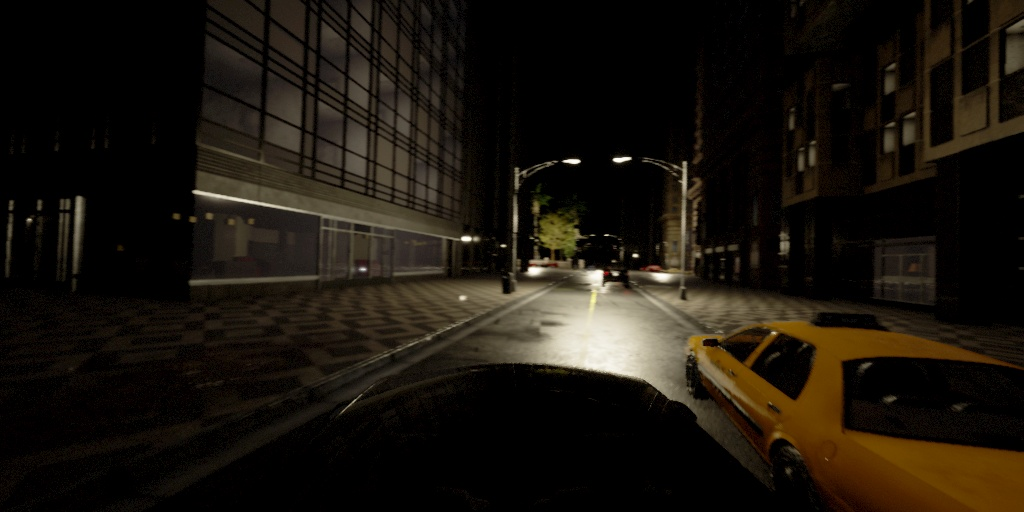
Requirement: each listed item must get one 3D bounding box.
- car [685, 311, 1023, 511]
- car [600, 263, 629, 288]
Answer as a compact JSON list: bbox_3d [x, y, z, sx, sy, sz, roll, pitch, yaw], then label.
[{"bbox_3d":[3.156,1.316,3.613,1.801,1.575,5.366,1,-1,14],"label":"car"},{"bbox_3d":[8.770,1.582,30.616,2.150,2.045,5.566,1,-1,15],"label":"car"}]
